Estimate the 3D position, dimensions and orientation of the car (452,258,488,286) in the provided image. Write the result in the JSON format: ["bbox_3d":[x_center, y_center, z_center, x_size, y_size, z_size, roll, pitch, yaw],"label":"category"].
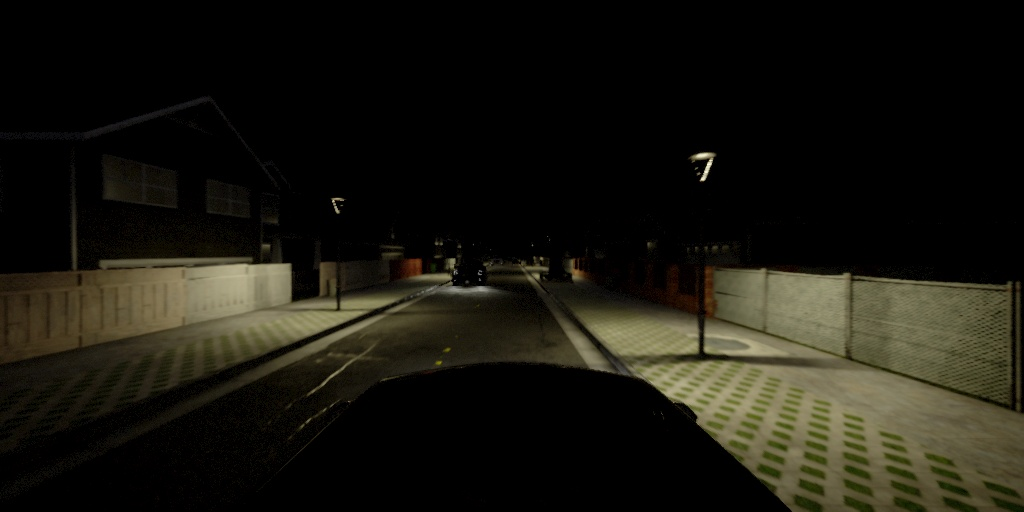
[{"bbox_3d":[-2.839,1.060,24.961,2.097,1.767,4.553,0,0,0],"label":"car"}]
